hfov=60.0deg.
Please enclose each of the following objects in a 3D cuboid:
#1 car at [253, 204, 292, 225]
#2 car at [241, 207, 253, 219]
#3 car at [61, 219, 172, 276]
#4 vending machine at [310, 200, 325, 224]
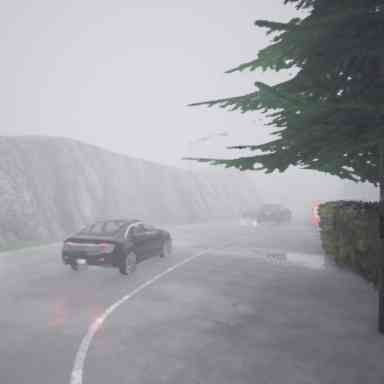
[{"bbox_3d":[7.436,1.877,29.760,2.097,1.767,4.553,0,-1,30],"label":"car"},{"bbox_3d":[7.008,2.228,36.414,1.895,1.301,4.718,0,-1,30],"label":"car"},{"bbox_3d":[-2.194,1.655,11.049,2.128,1.511,4.902,0,-1,17],"label":"car"},{"bbox_3d":[10.992,1.736,29.159,1.100,2.100,0.880,0,-1,30],"label":"vending machine"}]
